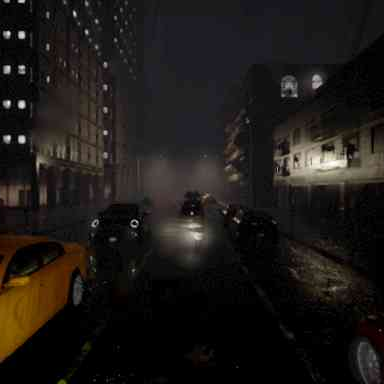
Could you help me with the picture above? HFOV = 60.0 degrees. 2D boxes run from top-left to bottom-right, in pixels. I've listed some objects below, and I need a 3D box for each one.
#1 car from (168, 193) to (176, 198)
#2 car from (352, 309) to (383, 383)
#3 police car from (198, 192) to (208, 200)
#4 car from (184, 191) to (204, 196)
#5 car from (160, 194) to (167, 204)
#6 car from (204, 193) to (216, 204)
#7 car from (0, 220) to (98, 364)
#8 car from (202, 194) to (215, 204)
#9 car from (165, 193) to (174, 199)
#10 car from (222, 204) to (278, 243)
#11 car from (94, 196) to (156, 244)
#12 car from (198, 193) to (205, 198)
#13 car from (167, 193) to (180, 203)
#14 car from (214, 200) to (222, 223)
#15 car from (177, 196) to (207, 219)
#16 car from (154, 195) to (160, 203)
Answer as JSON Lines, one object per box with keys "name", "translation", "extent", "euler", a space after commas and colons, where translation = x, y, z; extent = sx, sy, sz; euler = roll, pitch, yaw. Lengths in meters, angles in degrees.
{"name": "car", "translation": [-5.681, 0.938, 94.257], "extent": [2.008, 1.369, 4.403], "euler": [0, 0, 0]}
{"name": "car", "translation": [2.742, 1.565, 2.262], "extent": [1.802, 1.307, 4.206], "euler": [0, 0, 0]}
{"name": "police car", "translation": [2.373, 0.943, 72.483], "extent": [1.930, 1.638, 5.238], "euler": [0, 0, 0]}
{"name": "car", "translation": [0.085, 0.919, 44.735], "extent": [2.150, 2.045, 5.566], "euler": [0, 1, 0]}
{"name": "car", "translation": [-5.684, 1.175, 54.719], "extent": [1.887, 1.381, 4.507], "euler": [0, 0, 0]}
{"name": "car", "translation": [2.696, 1.249, 49.070], "extent": [1.802, 1.307, 4.206], "euler": [0, 0, 0]}
{"name": "car", "translation": [-3.115, 1.443, 4.880], "extent": [1.882, 1.535, 5.008], "euler": [0, 0, 1]}
{"name": "car", "translation": [2.696, 1.071, 54.718], "extent": [1.967, 1.590, 4.097], "euler": [0, 0, 0]}
{"name": "car", "translation": [-5.683, 1.020, 82.961], "extent": [1.947, 1.339, 4.313], "euler": [0, 0, 0]}
{"name": "car", "translation": [2.693, 1.445, 15.179], "extent": [2.008, 1.369, 4.403], "euler": [0, 0, 0]}
{"name": "car", "translation": [-3.085, 1.246, 15.198], "extent": [2.097, 1.767, 4.553], "euler": [0, 0, 0]}
{"name": "car", "translation": [2.699, 0.938, 94.257], "extent": [2.008, 1.369, 4.403], "euler": [0, 0, 0]}
{"name": "car", "translation": [-3.046, 1.171, 58.433], "extent": [1.994, 1.385, 4.181], "euler": [0, 0, 1]}
{"name": "car", "translation": [2.694, 1.406, 20.827], "extent": [2.008, 1.369, 4.403], "euler": [0, 0, 0]}
{"name": "car", "translation": [0.027, 1.319, 27.139], "extent": [1.837, 1.490, 4.892], "euler": [0, 1, 1]}
{"name": "car", "translation": [-5.685, 1.254, 43.422], "extent": [2.008, 1.369, 4.403], "euler": [0, 0, 0]}
